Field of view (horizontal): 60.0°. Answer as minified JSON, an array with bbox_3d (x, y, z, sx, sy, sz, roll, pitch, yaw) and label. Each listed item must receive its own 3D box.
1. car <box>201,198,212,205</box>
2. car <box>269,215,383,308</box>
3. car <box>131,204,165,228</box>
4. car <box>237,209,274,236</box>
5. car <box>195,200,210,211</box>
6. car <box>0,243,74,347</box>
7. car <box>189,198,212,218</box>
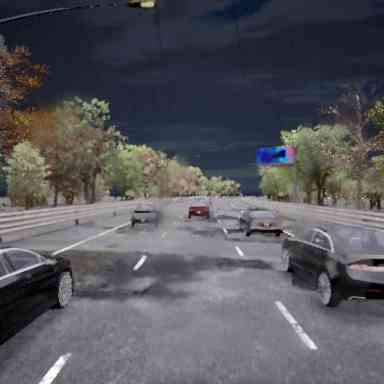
[{"bbox_3d":[3.188,1.970,70.338,2.033,1.411,5.357,0,0,5],"label":"car"},{"bbox_3d":[3.537,1.540,8.013,2.128,1.511,4.902,0,0,1],"label":"car"},{"bbox_3d":[-3.024,1.614,23.518,2.128,1.511,4.902,0,0,2],"label":"car"},{"bbox_3d":[3.728,1.653,18.889,2.033,1.411,5.357,0,0,1],"label":"car"},{"bbox_3d":[1.536,1.873,47.001,1.895,1.301,4.718,0,0,4],"label":"car"},{"bbox_3d":[-3.368,1.514,5.020,2.128,1.511,4.902,0,0,0],"label":"car"},{"bbox_3d":[0.712,1.654,31.928,1.882,1.535,5.008,0,-1,2],"label":"car"}]
